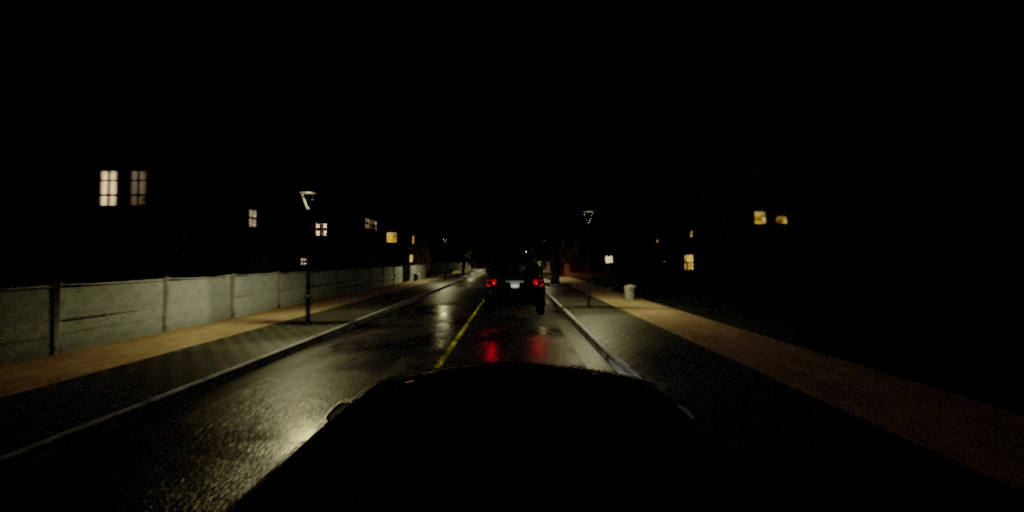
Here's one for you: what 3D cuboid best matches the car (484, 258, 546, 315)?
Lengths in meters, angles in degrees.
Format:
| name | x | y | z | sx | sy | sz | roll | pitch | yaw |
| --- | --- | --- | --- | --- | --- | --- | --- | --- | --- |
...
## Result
| name | x | y | z | sx | sy | sz | roll | pitch | yaw |
| --- | --- | --- | --- | --- | --- | --- | --- | --- | --- |
| car | 0.100 | 1.098 | 14.477 | 2.150 | 2.045 | 5.566 | 0 | -1 | 0 |
